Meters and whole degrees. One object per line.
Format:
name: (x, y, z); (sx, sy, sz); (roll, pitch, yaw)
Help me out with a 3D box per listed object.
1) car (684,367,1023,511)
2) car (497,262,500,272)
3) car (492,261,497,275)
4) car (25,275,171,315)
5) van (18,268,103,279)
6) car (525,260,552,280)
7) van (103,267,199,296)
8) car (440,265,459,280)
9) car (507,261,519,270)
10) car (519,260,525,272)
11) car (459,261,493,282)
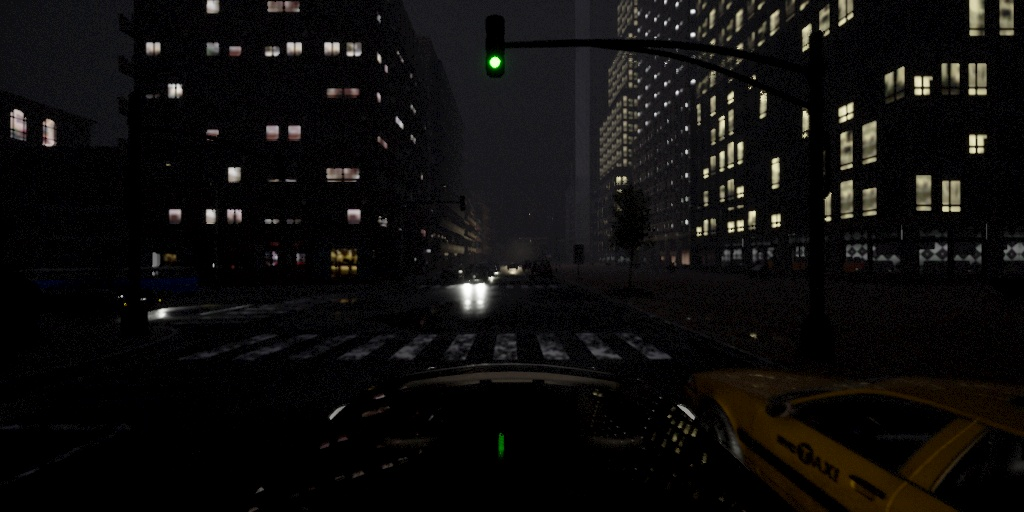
car: (2.689, 1.276, 1.948); (1.751, 1.417, 4.829); (0, 0, 0)
car: (-3.035, 1.523, 55.623); (2.097, 1.767, 4.553); (0, 0, 3)
car: (-3.093, 1.536, 42.259); (1.882, 1.535, 5.008); (0, 0, 0)
car: (-17.600, 1.679, 15.191); (4.181, 1.385, 1.994); (-1, 0, -1)
van: (-26.302, 1.618, 20.901); (3.998, 1.789, 1.690); (0, 0, -1)
car: (2.694, 1.308, 34.189); (2.192, 1.841, 5.009); (0, 0, 0)
van: (-20.764, 1.529, 20.951); (3.998, 1.789, 1.690); (0, 0, -1)
car: (-5.686, 1.543, 34.191); (2.007, 1.370, 4.403); (0, 0, 0)
car: (0.111, 1.734, 63.731); (2.128, 1.511, 4.902); (0, -1, 0)
car: (2.698, 1.492, 56.293); (2.192, 1.841, 5.009); (0, 0, 0)
car: (-3.094, 1.467, 31.887); (2.128, 1.511, 4.902); (0, 0, 0)
